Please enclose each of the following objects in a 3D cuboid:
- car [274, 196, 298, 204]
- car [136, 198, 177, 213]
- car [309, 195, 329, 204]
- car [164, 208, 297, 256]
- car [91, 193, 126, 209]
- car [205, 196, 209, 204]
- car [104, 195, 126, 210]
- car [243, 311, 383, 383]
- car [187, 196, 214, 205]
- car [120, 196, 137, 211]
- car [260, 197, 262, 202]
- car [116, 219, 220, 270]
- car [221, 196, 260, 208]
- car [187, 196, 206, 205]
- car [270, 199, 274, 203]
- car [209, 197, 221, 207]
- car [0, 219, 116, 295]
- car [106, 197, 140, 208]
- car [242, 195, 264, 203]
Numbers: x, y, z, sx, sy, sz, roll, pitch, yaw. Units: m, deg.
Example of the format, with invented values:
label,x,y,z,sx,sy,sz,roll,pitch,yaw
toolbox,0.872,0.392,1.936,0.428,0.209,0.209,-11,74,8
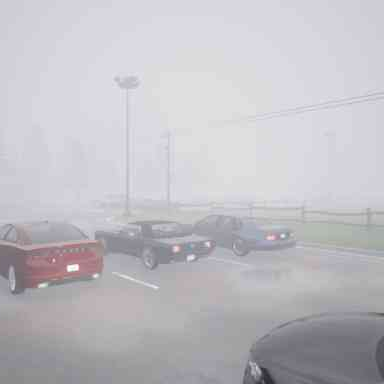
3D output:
label,x,y,z,sx,sy,sz,roll,pitch,yaw
car,17.886,1.525,61.822,4.674,1.442,1.812,0,0,-41
car,-3.722,1.563,37.664,4.181,1.385,1.994,0,0,-43
car,23.847,1.350,62.438,4.553,1.767,2.097,0,0,-41
car,1.406,1.547,13.199,2.033,1.411,5.357,0,0,-42
car,-10.912,1.220,45.313,5.566,2.045,2.150,0,0,-43
car,5.273,1.547,55.264,5.357,1.411,2.033,0,0,-42
car,-8.305,1.477,42.959,5.008,1.535,1.882,0,0,-43
car,2.468,1.492,1.758,2.128,1.511,4.902,0,0,-43
car,1.597,1.477,61.352,5.008,1.535,1.882,0,0,-42
car,-5.910,1.525,40.398,4.674,1.442,1.812,0,0,-43
car,10.911,1.547,64.950,5.357,1.411,2.033,0,0,-41
car,-1.514,1.601,11.209,1.895,1.301,4.718,0,0,-42
car,6.918,1.491,47.341,4.902,1.511,2.128,0,0,-42
car,1.505,1.600,56.585,4.718,1.301,1.895,0,0,-42
car,17.427,1.600,66.059,4.718,1.301,1.895,0,0,-42
car,5.351,1.352,50.634,4.553,1.767,2.097,0,0,-42
car,-4.213,1.477,8.973,1.882,1.535,5.008,0,0,-42
car,-10.414,1.501,50.552,4.892,1.490,1.837,-1,1,-42
car,13.122,1.524,71.586,4.902,1.511,2.128,0,0,-42
